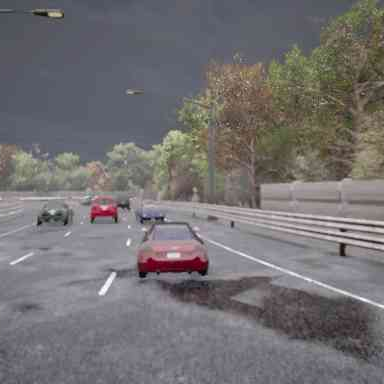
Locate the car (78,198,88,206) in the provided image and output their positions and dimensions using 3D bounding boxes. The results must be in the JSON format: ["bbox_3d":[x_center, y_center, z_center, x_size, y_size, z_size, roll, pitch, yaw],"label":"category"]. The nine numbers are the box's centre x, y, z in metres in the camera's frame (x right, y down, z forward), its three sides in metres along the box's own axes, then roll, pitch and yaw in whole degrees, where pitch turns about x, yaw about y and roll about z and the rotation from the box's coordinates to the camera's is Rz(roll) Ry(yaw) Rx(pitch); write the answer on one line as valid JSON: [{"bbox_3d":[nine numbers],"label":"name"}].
[{"bbox_3d":[-20.379,1.965,63.825,1.837,1.490,4.892,0,-1,-35],"label":"car"}]

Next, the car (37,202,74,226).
[{"bbox_3d":[-10.437,1.546,25.688,2.097,1.767,4.553,0,0,-14],"label":"car"}]

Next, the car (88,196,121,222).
[{"bbox_3d":[-7.569,1.422,28.724,2.150,2.045,5.566,0,0,-15],"label":"car"}]

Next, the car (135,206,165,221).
[{"bbox_3d":[-3.509,1.775,26.986,1.895,1.301,4.718,0,0,-15],"label":"car"}]

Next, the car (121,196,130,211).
[{"bbox_3d":[-10.099,1.534,46.023,2.150,2.045,5.566,0,0,-23],"label":"car"}]

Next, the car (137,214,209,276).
[{"bbox_3d":[-0.670,1.630,10.638,1.994,1.385,4.181,0,0,-6],"label":"car"}]
